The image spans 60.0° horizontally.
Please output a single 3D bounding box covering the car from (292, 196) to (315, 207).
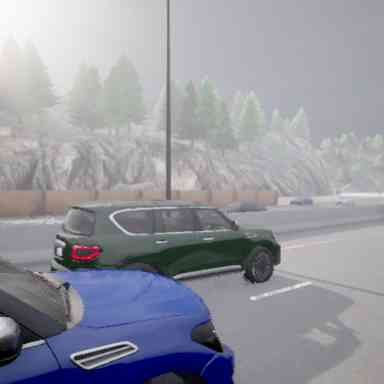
[{"bbox_3d":[16.275,1.367,49.080,1.882,1.535,5.008,0,0,45],"label":"car"}]

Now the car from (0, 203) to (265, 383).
[{"bbox_3d":[-2.275,1.223,2.142,5.566,2.045,2.150,0,0,-36],"label":"car"}]

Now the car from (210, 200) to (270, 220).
[{"bbox_3d":[4.304,1.494,29.080,5.357,1.411,2.033,0,0,-38],"label":"car"}]

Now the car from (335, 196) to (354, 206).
[{"bbox_3d":[23.838,1.395,51.831,1.812,1.442,4.674,0,0,42],"label":"car"}]

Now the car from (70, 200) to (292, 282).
[{"bbox_3d":[-0.342,1.210,7.860,5.566,2.045,2.150,0,0,-36],"label":"car"}]
